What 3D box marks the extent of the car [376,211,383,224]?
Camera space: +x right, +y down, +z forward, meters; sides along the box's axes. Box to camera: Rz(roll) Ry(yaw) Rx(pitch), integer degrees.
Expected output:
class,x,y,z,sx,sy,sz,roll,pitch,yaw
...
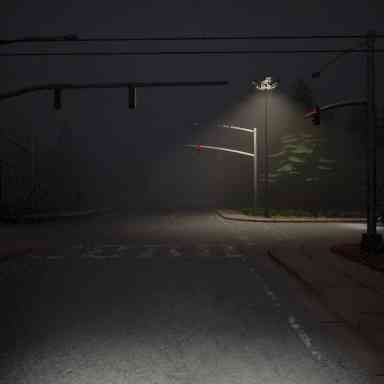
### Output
class,x,y,z,sx,sy,sz,roll,pitch,yaw
car,14.896,1.513,22.121,4.892,1.490,1.837,0,0,1
